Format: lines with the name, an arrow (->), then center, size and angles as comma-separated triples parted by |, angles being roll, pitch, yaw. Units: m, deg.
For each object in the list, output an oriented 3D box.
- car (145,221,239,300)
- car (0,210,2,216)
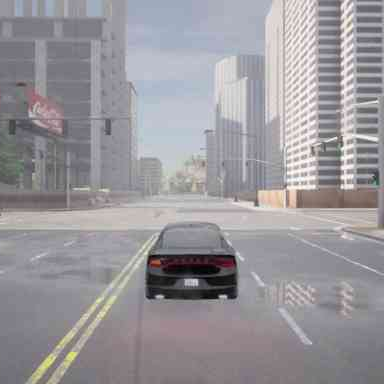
car -> -0.003, 1.478, 8.464 | 1.882, 1.535, 5.008 | 0, 0, 0
car -> -17.030, 1.601, 25.000 | 4.718, 1.301, 1.895 | 0, 0, -1
